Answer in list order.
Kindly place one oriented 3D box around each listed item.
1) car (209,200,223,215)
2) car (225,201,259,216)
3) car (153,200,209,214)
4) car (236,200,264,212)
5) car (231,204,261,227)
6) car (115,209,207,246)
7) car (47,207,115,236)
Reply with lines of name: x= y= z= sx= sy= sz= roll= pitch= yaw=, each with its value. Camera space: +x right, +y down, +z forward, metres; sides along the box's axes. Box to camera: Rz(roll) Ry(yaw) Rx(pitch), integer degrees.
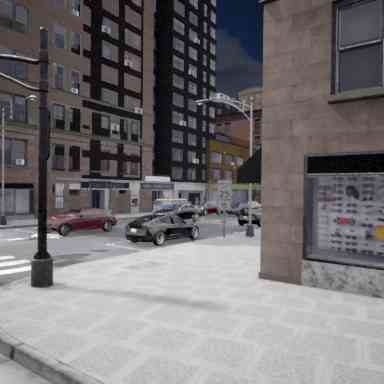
car: x=1.329 y=1.645 z=34.821 sx=1.967 sy=1.590 sz=4.097 roll=0 pitch=0 yaw=36
car: x=5.034 y=1.813 z=35.555 sx=2.033 sy=1.411 sz=5.357 roll=1 pitch=0 yaw=36
car: x=-1.061 y=1.672 z=27.089 sx=2.128 sy=1.511 sz=4.902 roll=1 pitch=0 yaw=35
car: x=7.646 y=1.823 z=43.608 sx=1.752 sy=1.417 sz=4.829 roll=0 pitch=0 yaw=36
car: x=5.040 y=1.850 z=25.381 sx=1.947 sy=1.339 sz=4.313 roll=0 pitch=0 yaw=36
car: x=-1.378 y=1.764 z=16.456 sx=1.947 sy=1.339 sz=4.313 roll=0 pitch=0 yaw=36
car: x=-6.521 y=1.634 z=19.493 sx=1.812 sy=1.442 sz=4.674 roll=1 pitch=0 yaw=37
